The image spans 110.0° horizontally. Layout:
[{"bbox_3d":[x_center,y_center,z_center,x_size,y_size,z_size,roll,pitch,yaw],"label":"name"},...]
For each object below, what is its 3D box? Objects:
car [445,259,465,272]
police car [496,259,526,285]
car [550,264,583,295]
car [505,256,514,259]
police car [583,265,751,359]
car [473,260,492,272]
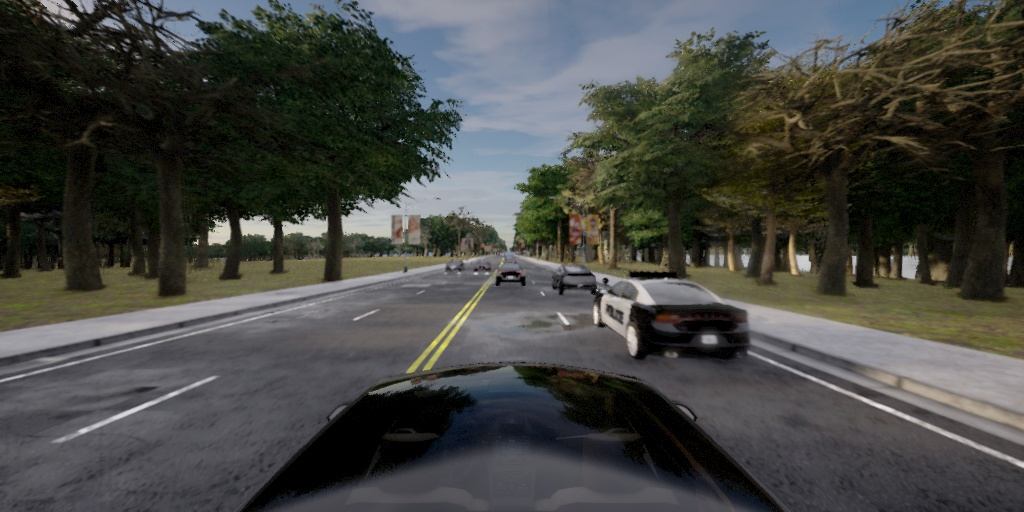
[{"bbox_3d":[-6.680,1.089,42.630,2.128,1.511,4.902,0,0,0],"label":"car"},{"bbox_3d":[-0.090,1.190,25.142,2.038,1.542,4.974,0,0,0],"label":"police car"},{"bbox_3d":[3.214,1.197,19.385,2.128,1.511,4.902,0,0,0],"label":"car"},{"bbox_3d":[-0.206,1.033,55.638,2.033,1.411,5.357,0,0,-1],"label":"car"},{"bbox_3d":[3.244,1.159,8.485,1.930,1.638,5.238,0,0,0],"label":"police car"},{"bbox_3d":[-3.429,1.164,42.683,1.994,1.385,4.181,0,0,0],"label":"car"}]
